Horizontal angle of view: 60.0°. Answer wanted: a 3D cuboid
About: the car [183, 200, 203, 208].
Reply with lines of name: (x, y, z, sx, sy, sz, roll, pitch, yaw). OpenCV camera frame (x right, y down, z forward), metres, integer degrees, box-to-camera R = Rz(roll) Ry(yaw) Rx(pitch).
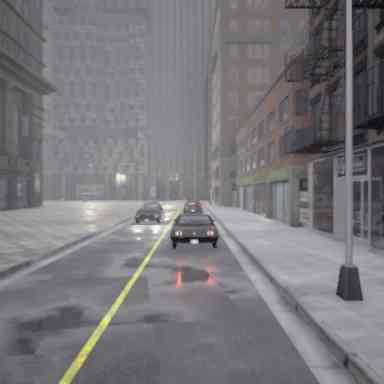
car: (0.098, 1.527, 32.780, 1.812, 1.442, 4.674, 0, 0, 0)

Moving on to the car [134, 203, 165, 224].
car: (-3.102, 1.548, 25.377, 2.033, 1.411, 5.357, 0, 0, 0)

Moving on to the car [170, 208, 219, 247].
car: (0.099, 1.601, 14.917, 1.895, 1.301, 4.718, 0, 0, 0)
